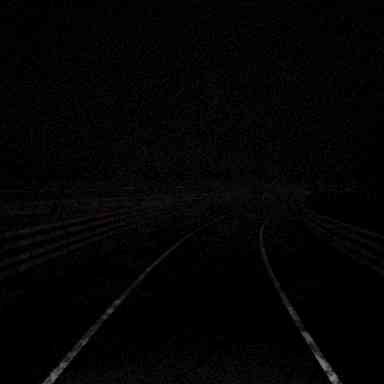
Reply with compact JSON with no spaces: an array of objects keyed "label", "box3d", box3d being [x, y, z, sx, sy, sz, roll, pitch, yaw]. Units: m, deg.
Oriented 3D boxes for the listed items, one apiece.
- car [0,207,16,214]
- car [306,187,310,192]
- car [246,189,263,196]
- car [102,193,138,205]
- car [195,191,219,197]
[{"label":"car","box3d":[-19.369,1.413,31.631,1.812,1.442,4.674,2,3,42]},{"label":"car","box3d":[32.078,-0.698,88.929,1.837,1.490,4.892,2,2,42]},{"label":"car","box3d":[12.720,0.068,67.369,1.994,1.385,4.181,2,3,42]},{"label":"car","box3d":[-9.226,0.934,42.924,2.128,1.511,4.902,2,3,42]},{"label":"car","box3d":[2.819,0.458,56.341,2.033,1.411,5.357,2,3,42]}]
